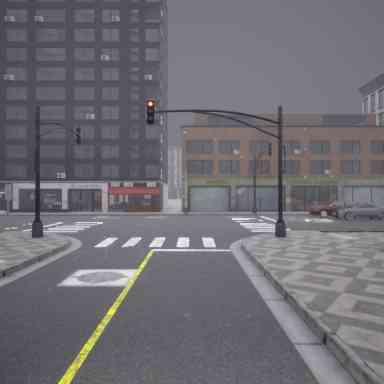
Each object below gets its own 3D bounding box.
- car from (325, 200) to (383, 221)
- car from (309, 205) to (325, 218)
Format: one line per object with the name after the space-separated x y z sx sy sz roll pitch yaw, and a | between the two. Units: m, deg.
13.399 1.550 26.653 4.181 1.385 1.994 0 0 0 | car
13.143 1.491 29.906 5.008 1.535 1.882 0 0 1 | car
